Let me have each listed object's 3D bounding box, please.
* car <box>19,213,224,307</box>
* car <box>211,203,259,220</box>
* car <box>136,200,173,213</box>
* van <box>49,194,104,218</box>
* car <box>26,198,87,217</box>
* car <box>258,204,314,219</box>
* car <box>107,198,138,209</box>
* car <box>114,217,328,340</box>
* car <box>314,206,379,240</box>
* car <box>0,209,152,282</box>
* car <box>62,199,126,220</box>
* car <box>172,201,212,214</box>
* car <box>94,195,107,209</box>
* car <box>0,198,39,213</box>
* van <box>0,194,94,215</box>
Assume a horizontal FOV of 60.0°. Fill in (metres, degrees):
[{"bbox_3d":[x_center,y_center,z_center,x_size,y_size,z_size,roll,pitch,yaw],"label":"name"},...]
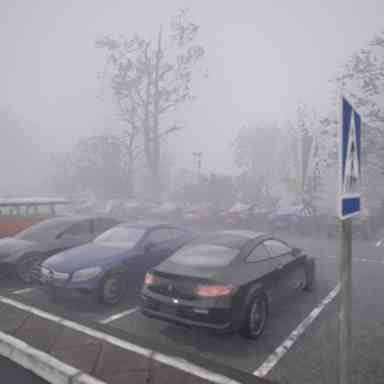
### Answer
[{"bbox_3d":[-1.328,1.465,8.142,2.002,1.452,4.674,0,0,35],"label":"car"},{"bbox_3d":[3.502,1.423,20.095,2.097,1.535,5.008,0,0,35],"label":"car"},{"bbox_3d":[-1.220,1.421,23.414,2.097,1.535,5.008,0,0,35],"label":"car"},{"bbox_3d":[-10.302,1.193,29.913,1.878,1.987,4.442,0,0,35],"label":"van"},{"bbox_3d":[-12.679,1.419,31.446,2.231,1.521,4.892,0,0,35],"label":"car"},{"bbox_3d":[5.814,1.424,18.474,2.097,1.535,5.008,0,0,35],"label":"car"},{"bbox_3d":[-3.538,1.421,25.026,2.097,1.535,5.008,0,0,35],"label":"car"},{"bbox_3d":[0.983,1.466,6.516,2.002,1.452,4.674,0,0,35],"label":"car"},{"bbox_3d":[8.128,1.425,16.855,2.231,1.521,4.892,0,0,35],"label":"car"},{"bbox_3d":[-3.661,1.454,9.737,2.163,1.488,4.792,0,0,35],"label":"car"},{"bbox_3d":[-8.157,1.419,28.275,2.097,1.535,5.008,0,0,35],"label":"car"},{"bbox_3d":[1.209,1.452,21.743,2.163,1.488,4.792,0,0,35],"label":"car"},{"bbox_3d":[-5.830,1.294,26.676,2.185,1.767,4.553,0,0,35],"label":"car"},{"bbox_3d":[-19.599,1.445,36.328,2.163,1.488,4.792,0,0,35],"label":"car"},{"bbox_3d":[-5.892,1.198,11.478,1.878,1.987,4.442,0,0,35],"label":"van"}]
